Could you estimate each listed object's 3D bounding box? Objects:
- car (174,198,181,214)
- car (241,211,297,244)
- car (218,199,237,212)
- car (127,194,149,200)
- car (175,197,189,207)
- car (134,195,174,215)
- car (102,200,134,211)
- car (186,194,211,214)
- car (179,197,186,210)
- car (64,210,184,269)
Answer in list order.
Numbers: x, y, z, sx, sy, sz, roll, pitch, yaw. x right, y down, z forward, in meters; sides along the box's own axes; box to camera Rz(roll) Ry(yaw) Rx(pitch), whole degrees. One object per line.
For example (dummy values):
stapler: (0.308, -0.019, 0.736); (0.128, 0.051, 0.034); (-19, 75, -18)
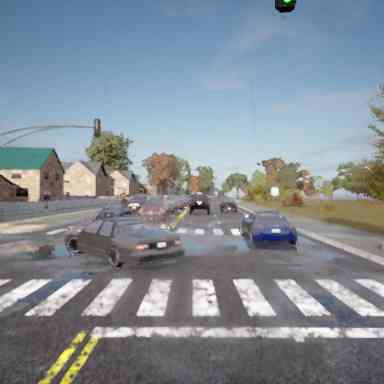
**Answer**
car: (-2.599, 1.658, 35.440); (1.895, 1.301, 4.718); (0, 0, 2)
car: (3.522, 1.583, 15.793); (1.994, 1.385, 4.181); (0, 0, 1)
car: (4.266, 1.567, 39.473); (1.837, 1.490, 4.892); (0, 0, 3)
car: (-5.793, 1.284, 36.893); (2.150, 2.045, 5.566); (0, 0, 3)
car: (-1.568, 1.636, 54.528); (1.812, 1.442, 4.674); (0, 0, 3)
car: (-2.918, 1.392, 26.496); (2.097, 1.767, 4.553); (0, 0, 2)
car: (-6.157, 1.605, 26.744); (1.994, 1.385, 4.181); (0, 0, 2)
car: (0.880, 1.279, 36.505); (2.150, 2.045, 5.566); (0, 0, 2)
car: (-2.160, 1.605, 44.433); (1.812, 1.442, 4.674); (0, 0, 3)
car: (-2.549, 1.561, 11.382); (2.033, 1.411, 5.357); (0, 0, -42)
